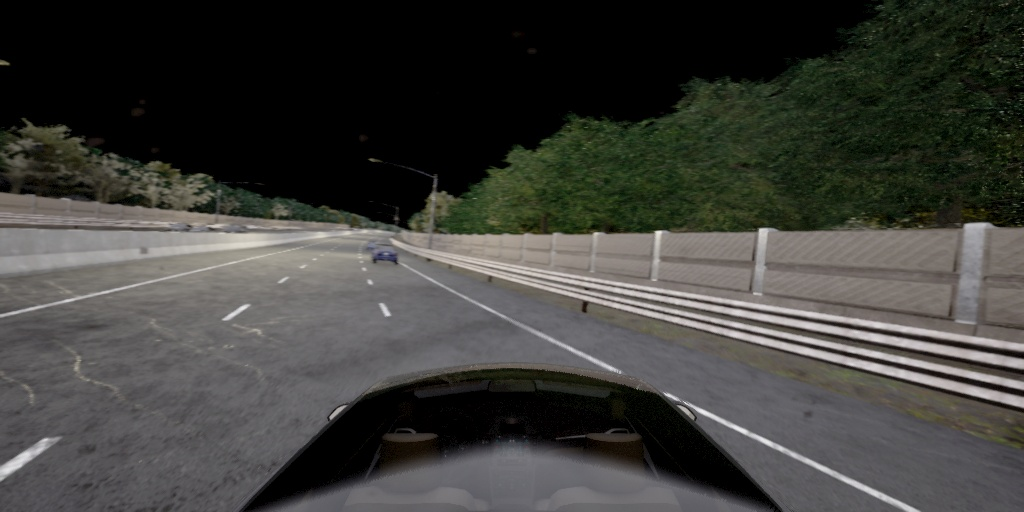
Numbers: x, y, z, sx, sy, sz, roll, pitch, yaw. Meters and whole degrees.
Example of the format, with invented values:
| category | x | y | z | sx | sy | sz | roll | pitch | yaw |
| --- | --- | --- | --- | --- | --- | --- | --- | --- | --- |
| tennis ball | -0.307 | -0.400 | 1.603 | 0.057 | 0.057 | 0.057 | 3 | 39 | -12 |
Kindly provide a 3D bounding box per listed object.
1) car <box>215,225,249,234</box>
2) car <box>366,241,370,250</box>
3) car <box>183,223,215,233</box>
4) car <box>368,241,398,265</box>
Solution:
| category | x | y | z | sx | sy | sz | roll | pitch | yaw |
| --- | --- | --- | --- | --- | --- | --- | --- | --- | --- |
| car | -37.635 | -3.146 | 48.721 | 2.150 | 2.045 | 5.566 | 5 | 2 | -22 |
| car | -23.029 | -1.726 | 59.260 | 2.033 | 1.411 | 5.357 | 5 | 2 | -22 |
| car | -40.948 | -3.184 | 47.555 | 1.837 | 1.490 | 4.892 | 5 | 2 | -22 |
| car | -11.619 | -0.288 | 32.614 | 2.097 | 1.767 | 4.553 | 5 | 1 | -24 |
